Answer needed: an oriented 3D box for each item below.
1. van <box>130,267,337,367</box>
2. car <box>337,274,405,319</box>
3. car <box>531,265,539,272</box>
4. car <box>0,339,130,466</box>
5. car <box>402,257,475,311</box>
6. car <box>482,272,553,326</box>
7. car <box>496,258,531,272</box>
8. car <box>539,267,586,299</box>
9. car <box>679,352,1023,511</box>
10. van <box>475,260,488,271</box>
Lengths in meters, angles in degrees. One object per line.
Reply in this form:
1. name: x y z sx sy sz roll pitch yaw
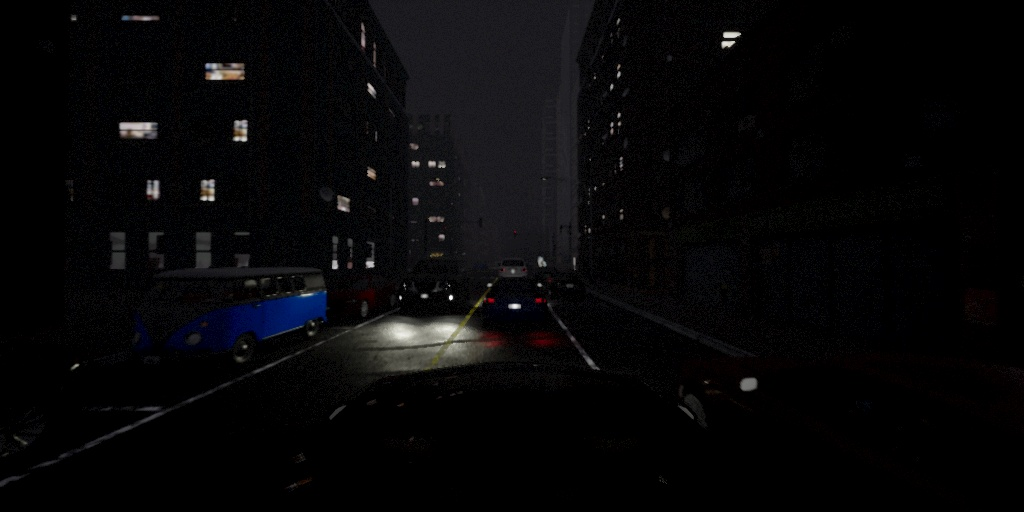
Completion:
1. van: -5.688 1.139 7.760 1.690 1.789 3.998 0 0 0
2. car: -5.687 1.386 13.283 1.888 1.381 4.507 0 0 0
3. car: 2.698 1.538 29.839 1.948 1.339 4.313 0 0 0
4. car: -5.689 1.321 2.236 1.948 1.339 4.313 0 0 0
5. car: -3.096 1.079 15.454 2.150 2.045 5.566 0 0 0
6. car: 0.089 1.395 12.032 1.994 1.385 4.181 0 0 0
7. car: 0.098 1.184 28.545 2.150 2.045 5.566 0 0 0
8. car: 2.696 1.450 18.792 1.948 1.339 4.313 0 0 0
9. car: 2.692 1.299 2.222 1.888 1.381 4.507 0 0 0
10. van: -5.677 1.584 62.245 1.690 1.789 3.998 0 0 0
